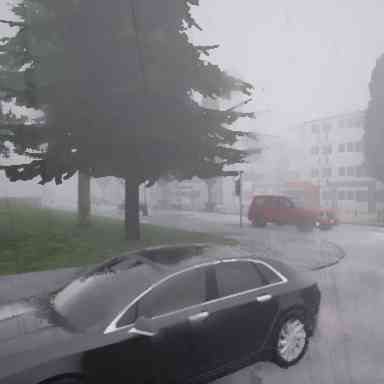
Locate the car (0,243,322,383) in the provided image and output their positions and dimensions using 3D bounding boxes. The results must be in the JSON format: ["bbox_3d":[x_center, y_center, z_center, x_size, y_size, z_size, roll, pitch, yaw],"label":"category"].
[{"bbox_3d":[-0.373,1.505,4.216,4.892,1.490,1.837,0,0,-34],"label":"car"}]

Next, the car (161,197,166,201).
[{"bbox_3d":[-5.271,1.515,83.164,4.536,1.218,1.853,0,0,-6],"label":"car"}]

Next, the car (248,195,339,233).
[{"bbox_3d":[5.865,1.221,20.010,2.150,2.045,5.566,0,0,-36],"label":"car"}]

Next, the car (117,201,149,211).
[{"bbox_3d":[-6.695,1.601,37.598,1.895,1.301,4.718,0,0,-35],"label":"car"}]

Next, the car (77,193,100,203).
[{"bbox_3d":[-15.837,1.095,50.587,2.150,2.045,5.566,0,0,-35],"label":"car"}]

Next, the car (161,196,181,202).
[{"bbox_3d":[-5.219,1.673,83.170,4.974,1.542,2.038,0,0,-6],"label":"car"}]
